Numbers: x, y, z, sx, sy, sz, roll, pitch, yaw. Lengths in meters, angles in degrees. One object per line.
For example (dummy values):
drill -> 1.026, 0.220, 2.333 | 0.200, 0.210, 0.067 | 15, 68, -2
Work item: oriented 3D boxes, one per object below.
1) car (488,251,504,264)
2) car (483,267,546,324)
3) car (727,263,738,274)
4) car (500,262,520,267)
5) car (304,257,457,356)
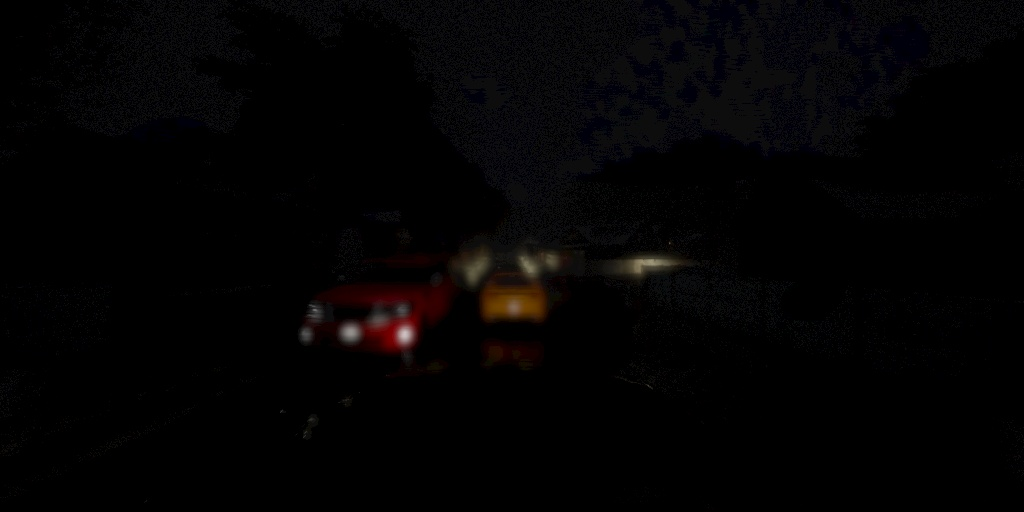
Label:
car -> -2.804, 0.448, 60.633 | 2.097, 1.767, 4.553 | 0, 2, 1
car -> 0.074, 1.316, 12.465 | 1.882, 1.535, 5.008 | 0, 0, 0
car -> 27.649, 1.586, 44.014 | 5.008, 1.535, 1.882 | 0, 0, -34
car -> 0.065, 1.425, 27.413 | 1.994, 1.385, 4.181 | 0, 0, 0
car -> -2.830, 1.032, 9.148 | 2.150, 2.045, 5.566 | 0, 0, 1
